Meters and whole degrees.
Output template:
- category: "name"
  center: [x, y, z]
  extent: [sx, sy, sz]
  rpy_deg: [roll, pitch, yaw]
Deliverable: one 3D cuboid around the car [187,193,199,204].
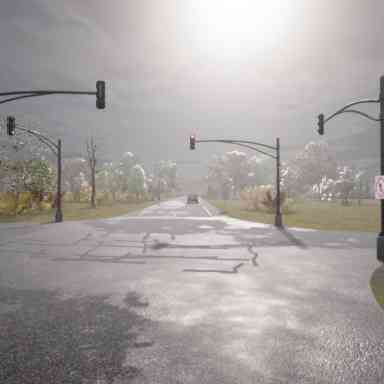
- category: "car"
  center: [0.156, 1.291, 67.658]
  extent: [2.150, 2.045, 5.566]
  rpy_deg: [0, 0, 0]
